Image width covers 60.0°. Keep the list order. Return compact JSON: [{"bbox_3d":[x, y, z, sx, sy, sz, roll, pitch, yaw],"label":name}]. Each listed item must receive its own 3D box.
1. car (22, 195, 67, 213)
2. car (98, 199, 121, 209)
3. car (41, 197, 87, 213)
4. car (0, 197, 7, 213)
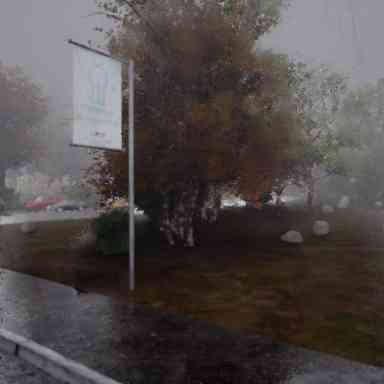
[{"bbox_3d":[-18.263,1.473,41.874,2.150,2.045,5.566,0,0,38],"label":"car"},{"bbox_3d":[-11.967,1.692,49.921,1.882,1.535,5.008,0,0,38],"label":"car"},{"bbox_3d":[-15.075,1.718,40.266,2.128,1.511,4.902,0,0,38],"label":"car"},{"bbox_3d":[-21.255,1.462,32.516,2.150,2.045,5.566,0,0,39],"label":"car"}]
